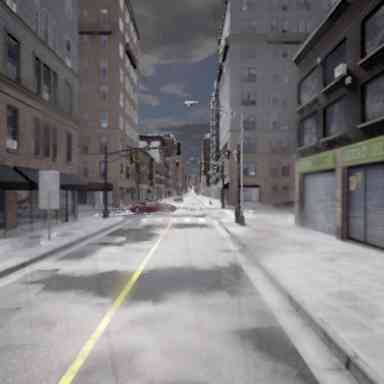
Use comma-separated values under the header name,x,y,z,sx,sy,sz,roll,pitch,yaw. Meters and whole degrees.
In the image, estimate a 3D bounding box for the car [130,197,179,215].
name,x,y,z,sx,sy,sz,roll,pitch,yaw
car,-3.955,1.557,33.771,4.674,1.442,1.812,-1,0,0

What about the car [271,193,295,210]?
name,x,y,z,sx,sy,sz,roll,pitch,yaw
car,12.077,1.100,39.558,5.009,1.841,2.192,-1,1,0

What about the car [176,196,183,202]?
name,x,y,z,sx,sy,sz,roll,pitch,yaw
car,-3.011,1.544,75.392,1.994,1.385,4.181,0,0,0
